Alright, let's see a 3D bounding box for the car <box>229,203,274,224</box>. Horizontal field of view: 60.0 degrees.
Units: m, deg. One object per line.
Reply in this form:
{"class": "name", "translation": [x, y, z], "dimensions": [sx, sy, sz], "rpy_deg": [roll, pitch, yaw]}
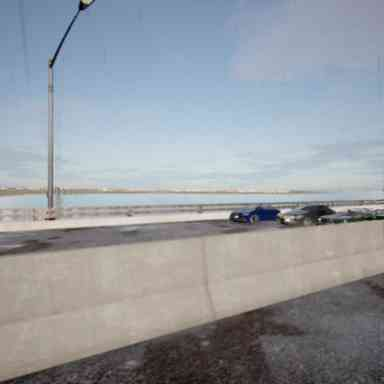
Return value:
{"class": "car", "translation": [4.745, 1.539, 24.384], "dimensions": [4.181, 1.385, 1.994], "rpy_deg": [0, 0, -35]}

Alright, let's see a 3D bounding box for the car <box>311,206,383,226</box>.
{"class": "car", "translation": [9.214, 1.590, 18.969], "dimensions": [4.718, 1.301, 1.895], "rpy_deg": [0, 0, -35]}

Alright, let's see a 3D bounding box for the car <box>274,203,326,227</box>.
{"class": "car", "translation": [7.968, 1.508, 22.362], "dimensions": [4.674, 1.442, 1.812], "rpy_deg": [0, 0, -35]}
